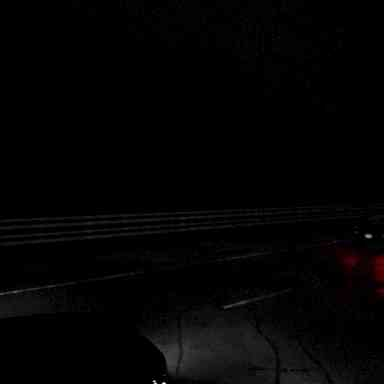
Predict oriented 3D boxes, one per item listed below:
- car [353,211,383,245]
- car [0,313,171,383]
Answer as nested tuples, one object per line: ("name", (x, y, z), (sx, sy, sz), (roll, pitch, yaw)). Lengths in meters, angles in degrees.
("car", (8.752, 1.534, 14.288), (4.674, 1.442, 1.812), (0, 0, -35))
("car", (-2.405, 1.503, 2.030), (4.892, 1.490, 1.837), (0, 0, -35))
